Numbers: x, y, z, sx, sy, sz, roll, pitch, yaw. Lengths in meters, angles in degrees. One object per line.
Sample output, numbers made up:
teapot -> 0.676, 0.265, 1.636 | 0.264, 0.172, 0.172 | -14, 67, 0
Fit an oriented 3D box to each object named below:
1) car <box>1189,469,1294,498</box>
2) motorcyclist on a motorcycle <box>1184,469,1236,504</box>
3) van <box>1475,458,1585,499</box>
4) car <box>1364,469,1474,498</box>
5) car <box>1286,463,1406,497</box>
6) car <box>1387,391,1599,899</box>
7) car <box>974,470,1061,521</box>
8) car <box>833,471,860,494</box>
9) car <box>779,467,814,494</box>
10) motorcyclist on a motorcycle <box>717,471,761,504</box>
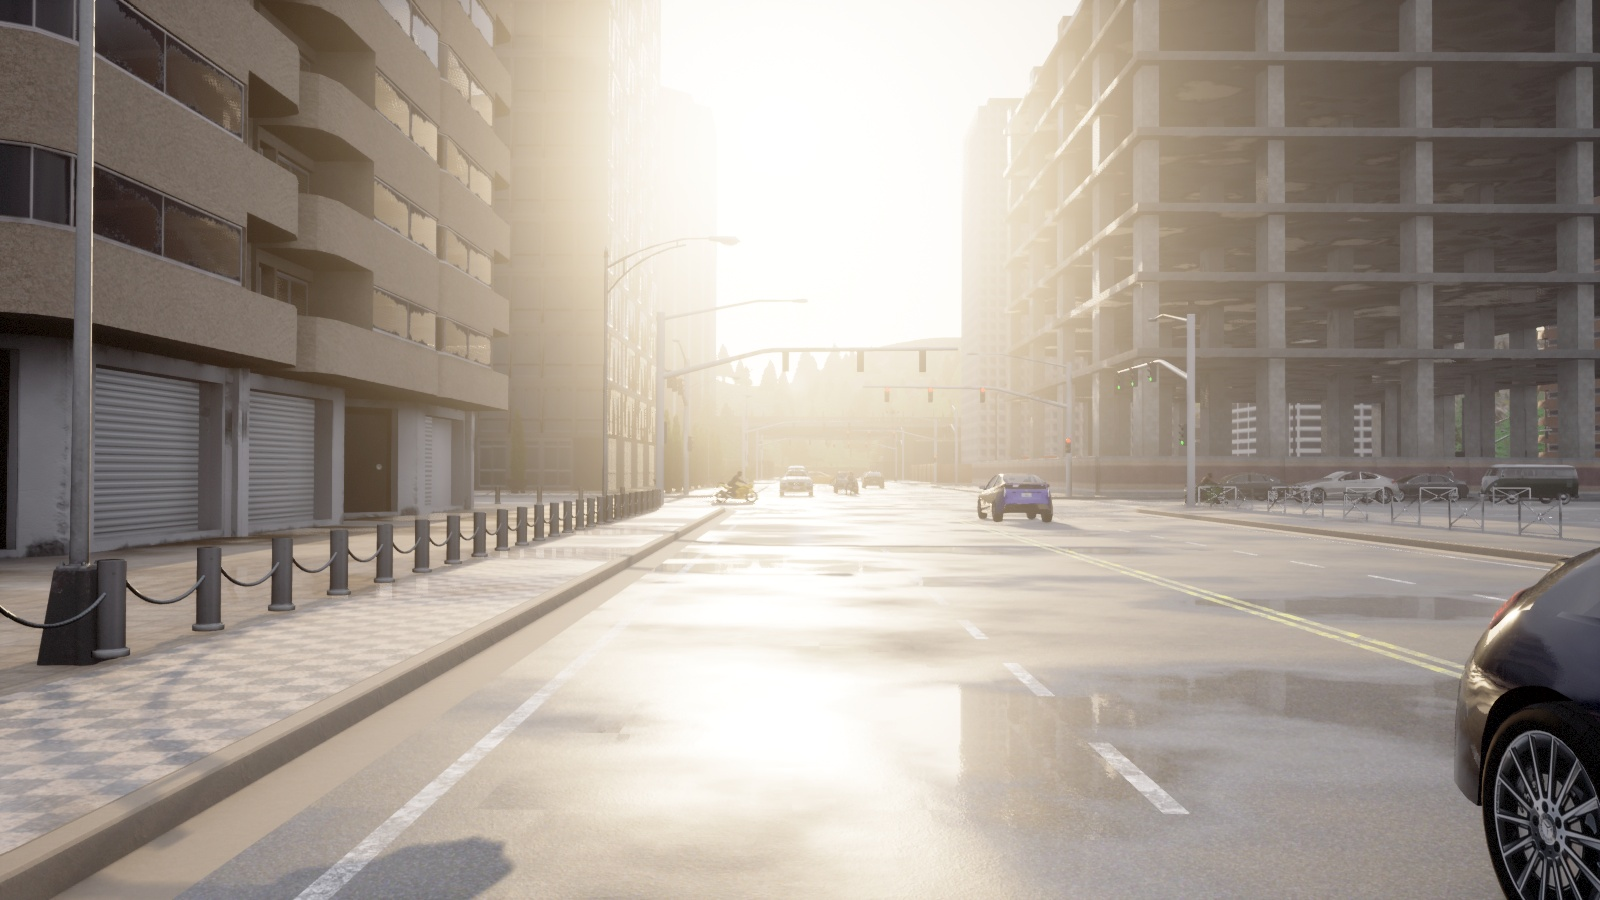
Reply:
car -> 23.227, 1.780, 66.199 | 4.892, 1.490, 1.837 | 0, -1, 0
motorcyclist on a motorcycle -> 18.168, 1.601, 55.667 | 2.044, 1.523, 0.797 | 0, -1, -1
van -> 36.441, 1.418, 62.785 | 4.442, 1.987, 1.775 | 0, -1, 0
car -> 32.643, 1.743, 66.259 | 4.892, 1.490, 1.837 | 0, -1, -1
car -> 27.222, 1.480, 62.726 | 5.027, 1.651, 2.152 | 0, -1, 0
car -> 3.492, 0.623, 2.625 | 2.152, 1.651, 5.027 | 0, -1, 0
car -> 6.893, 1.409, 40.286 | 2.007, 1.525, 4.514 | 0, -1, 0
car -> 3.265, 2.267, 88.743 | 1.789, 1.549, 3.705 | 0, -1, 0
car -> -0.211, 1.928, 79.617 | 2.152, 1.651, 5.027 | 0, -1, 0
motorcyclist on a motorcycle -> -2.859, 1.765, 58.812 | 2.044, 1.523, 0.797 | 0, -1, -1
